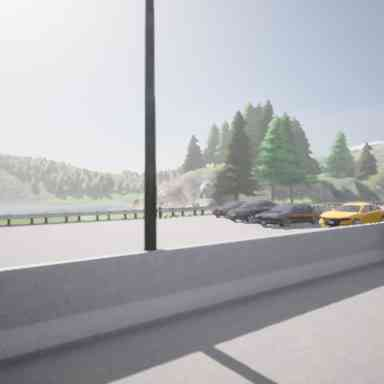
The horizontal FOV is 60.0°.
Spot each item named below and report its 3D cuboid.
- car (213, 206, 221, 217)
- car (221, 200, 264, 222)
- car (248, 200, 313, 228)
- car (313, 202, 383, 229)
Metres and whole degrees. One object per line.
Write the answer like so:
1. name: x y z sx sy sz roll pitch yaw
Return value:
1. car: 3.772 1.455 28.184 4.181 1.385 1.994 0 0 -35
2. car: 4.770 1.403 24.598 4.892 1.490 1.837 0 0 -35
3. car: 6.424 1.448 21.484 5.357 1.411 2.033 0 0 -36
4. car: 9.532 1.371 19.397 5.008 1.535 1.882 0 0 -35
